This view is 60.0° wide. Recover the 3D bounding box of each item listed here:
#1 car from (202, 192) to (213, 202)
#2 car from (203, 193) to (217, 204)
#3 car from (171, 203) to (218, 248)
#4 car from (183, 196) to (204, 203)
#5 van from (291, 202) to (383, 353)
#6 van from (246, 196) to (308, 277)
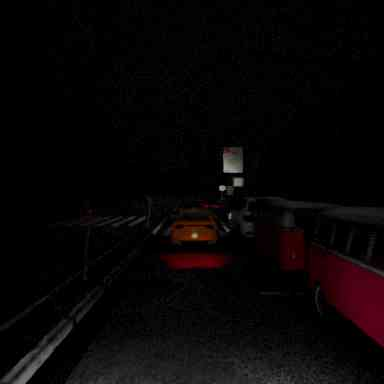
[{"bbox_3d":[2.928,0.925,62.529,1.882,1.535,5.008,0,2,0],"label":"car"},{"bbox_3d":[2.927,1.041,54.610,2.097,1.767,4.553,0,2,0],"label":"car"},{"bbox_3d":[0.100,1.468,14.840,1.882,1.535,5.008,0,0,0],"label":"car"},{"bbox_3d":[0.101,1.445,36.357,1.837,1.490,4.892,0,0,0],"label":"car"},{"bbox_3d":[3.050,1.254,4.710,1.878,1.987,4.442,0,0,0],"label":"van"},{"bbox_3d":[3.051,1.250,10.257,1.878,1.987,4.442,0,0,0],"label":"van"}]
